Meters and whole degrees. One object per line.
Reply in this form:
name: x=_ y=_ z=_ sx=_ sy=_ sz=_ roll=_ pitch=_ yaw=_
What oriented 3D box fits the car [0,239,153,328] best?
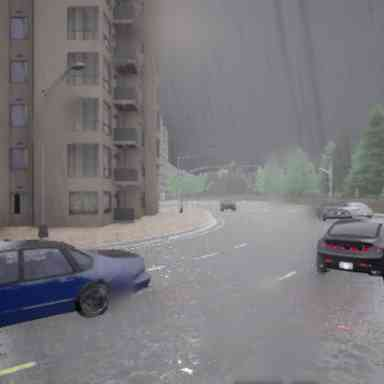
car: x=-3.362 y=1.618 z=5.965 sx=5.357 sy=1.411 sz=2.033 roll=0 pitch=-1 yaw=-38

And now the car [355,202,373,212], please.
car: x=14.877 y=1.681 z=30.606 sx=1.812 sy=1.442 sz=4.674 roll=0 pitch=0 yaw=3

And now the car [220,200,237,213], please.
car: x=4.611 y=1.773 z=42.999 sx=2.033 sy=1.411 sz=5.357 roll=0 pitch=0 yaw=1

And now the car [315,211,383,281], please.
car: x=5.209 y=1.557 z=10.086 sx=1.837 sy=1.490 sz=4.892 roll=0 pitch=0 yaw=36

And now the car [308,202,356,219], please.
car: x=11.367 y=1.702 z=27.906 sx=2.033 sy=1.411 sz=5.357 roll=0 pitch=0 yaw=3
